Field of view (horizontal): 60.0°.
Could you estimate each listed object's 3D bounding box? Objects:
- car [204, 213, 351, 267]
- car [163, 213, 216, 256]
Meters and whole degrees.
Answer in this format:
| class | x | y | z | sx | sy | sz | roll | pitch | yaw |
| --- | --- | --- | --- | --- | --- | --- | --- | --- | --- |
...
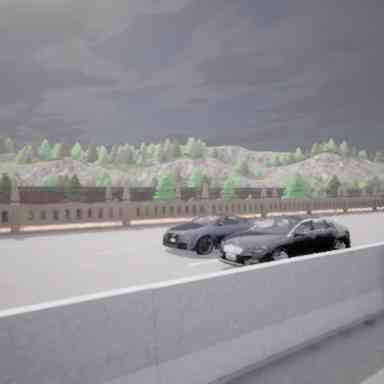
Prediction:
| class | x | y | z | sx | sy | sz | roll | pitch | yaw |
| --- | --- | --- | --- | --- | --- | --- | --- | --- | --- |
| car | 3.056 | 1.492 | 10.470 | 4.902 | 1.511 | 2.128 | 0 | 0 | -35 |
| car | 0.932 | 1.564 | 13.254 | 4.181 | 1.385 | 1.994 | 0 | 0 | -35 |
